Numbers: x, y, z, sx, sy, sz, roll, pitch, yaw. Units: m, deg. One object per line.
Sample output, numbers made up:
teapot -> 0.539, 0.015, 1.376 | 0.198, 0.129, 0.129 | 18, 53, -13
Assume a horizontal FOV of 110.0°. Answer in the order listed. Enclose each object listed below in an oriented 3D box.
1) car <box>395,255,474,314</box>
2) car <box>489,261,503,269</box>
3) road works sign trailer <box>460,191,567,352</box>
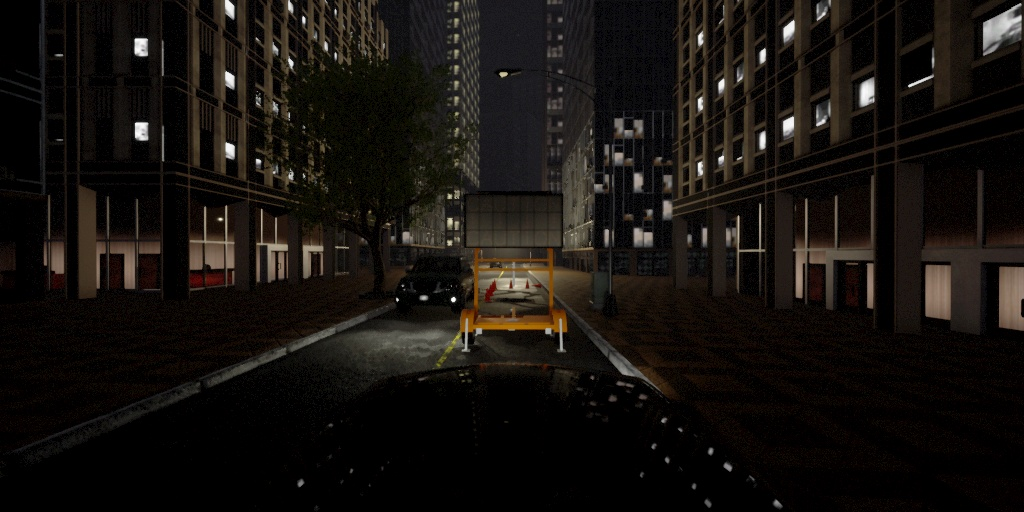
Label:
car -> -2.781, 0.971, 14.134 | 2.150, 2.045, 5.566 | 0, 0, 0
car -> -2.547, 1.312, 56.690 | 1.837, 1.490, 4.892 | 0, -1, 0
road works sign trailer -> 0.042, 0.214, 8.893 | 2.380, 3.560, 2.880 | 0, 0, 0
